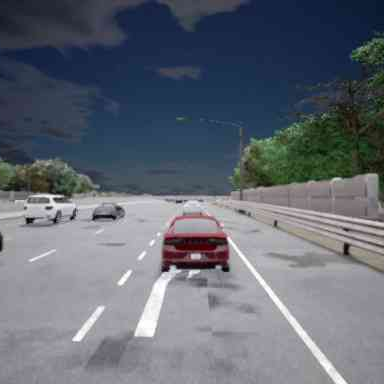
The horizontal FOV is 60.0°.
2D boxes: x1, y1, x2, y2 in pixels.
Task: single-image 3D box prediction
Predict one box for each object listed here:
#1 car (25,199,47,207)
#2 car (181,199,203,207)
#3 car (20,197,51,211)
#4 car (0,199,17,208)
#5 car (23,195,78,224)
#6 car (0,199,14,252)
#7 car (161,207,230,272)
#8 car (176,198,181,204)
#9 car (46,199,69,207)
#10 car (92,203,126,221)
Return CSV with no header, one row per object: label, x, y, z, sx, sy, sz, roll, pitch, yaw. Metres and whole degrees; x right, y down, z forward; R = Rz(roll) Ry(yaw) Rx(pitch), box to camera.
car,-28.026,2.018,59.922,1.994,1.385,4.181,0,-1,0
car,0.078,1.603,32.892,1.812,1.442,4.674,0,0,0
car,-21.087,1.568,45.076,2.097,1.767,4.553,0,-1,0
car,-31.546,1.878,55.485,2.128,1.511,4.902,0,-1,1
car,-10.406,1.245,24.820,2.150,2.045,5.566,0,0,0
car,-6.901,1.216,7.972,2.150,2.045,5.566,0,0,0
car,0.097,1.469,10.837,1.882,1.535,5.008,0,0,0
car,-3.525,2.498,92.234,1.882,1.535,5.008,0,-1,0
car,-24.523,2.019,60.704,2.033,1.411,5.357,0,-1,0
car,-6.907,1.605,27.979,1.994,1.385,4.181,0,0,0
